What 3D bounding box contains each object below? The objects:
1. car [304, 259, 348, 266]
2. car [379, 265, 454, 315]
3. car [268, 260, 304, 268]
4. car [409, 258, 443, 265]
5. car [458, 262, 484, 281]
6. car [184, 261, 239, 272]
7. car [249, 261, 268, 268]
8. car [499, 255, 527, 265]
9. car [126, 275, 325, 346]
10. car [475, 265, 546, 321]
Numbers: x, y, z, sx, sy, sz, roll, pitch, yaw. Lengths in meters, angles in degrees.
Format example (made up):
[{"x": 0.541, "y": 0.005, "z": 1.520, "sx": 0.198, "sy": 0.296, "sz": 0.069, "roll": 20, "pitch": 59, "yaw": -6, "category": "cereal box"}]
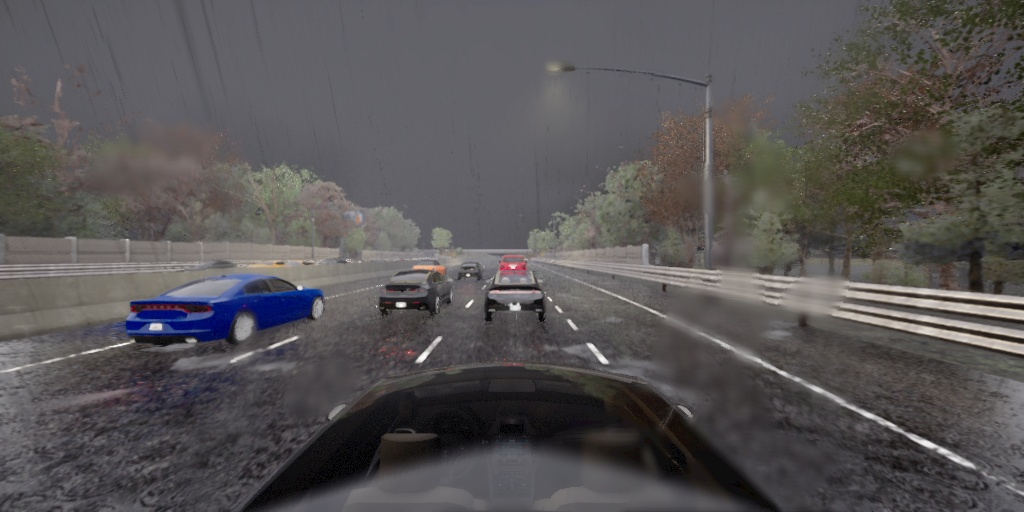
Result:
[{"x": -17.613, "y": 1.087, "z": 34.906, "sx": 2.097, "sy": 1.767, "sz": 4.553, "roll": 0, "pitch": 0, "yaw": 0, "category": "car"}, {"x": -3.408, "y": 1.245, "z": 13.432, "sx": 1.837, "sy": 1.490, "sz": 4.892, "roll": 0, "pitch": 0, "yaw": 0, "category": "car"}, {"x": -21.113, "y": 1.213, "z": 35.226, "sx": 1.882, "sy": 1.535, "sz": 5.008, "roll": 0, "pitch": 0, "yaw": 0, "category": "car"}, {"x": -6.920, "y": 1.087, "z": 30.107, "sx": 2.097, "sy": 1.767, "sz": 4.553, "roll": 0, "pitch": 0, "yaw": 0, "category": "car"}, {"x": -3.418, "y": 1.240, "z": 30.378, "sx": 1.837, "sy": 1.490, "sz": 4.892, "roll": 0, "pitch": 0, "yaw": 0, "category": "car"}, {"x": -28.111, "y": 1.241, "z": 33.725, "sx": 1.837, "sy": 1.490, "sz": 4.892, "roll": 0, "pitch": 0, "yaw": 0, "category": "car"}, {"x": -24.612, "y": 1.213, "z": 36.745, "sx": 1.882, "sy": 1.535, "sz": 5.008, "roll": 0, "pitch": 0, "yaw": 0, "category": "car"}, {"x": 0.078, "y": 0.956, "z": 29.521, "sx": 2.150, "sy": 2.045, "sz": 5.566, "roll": 0, "pitch": 0, "yaw": 0, "category": "car"}, {"x": -6.906, "y": 1.221, "z": 9.445, "sx": 1.882, "sy": 1.535, "sz": 5.008, "roll": 0, "pitch": 0, "yaw": 0, "category": "car"}, {"x": 0.093, "y": 1.232, "z": 12.440, "sx": 2.128, "sy": 1.511, "sz": 4.902, "roll": 0, "pitch": 0, "yaw": 0, "category": "car"}]
